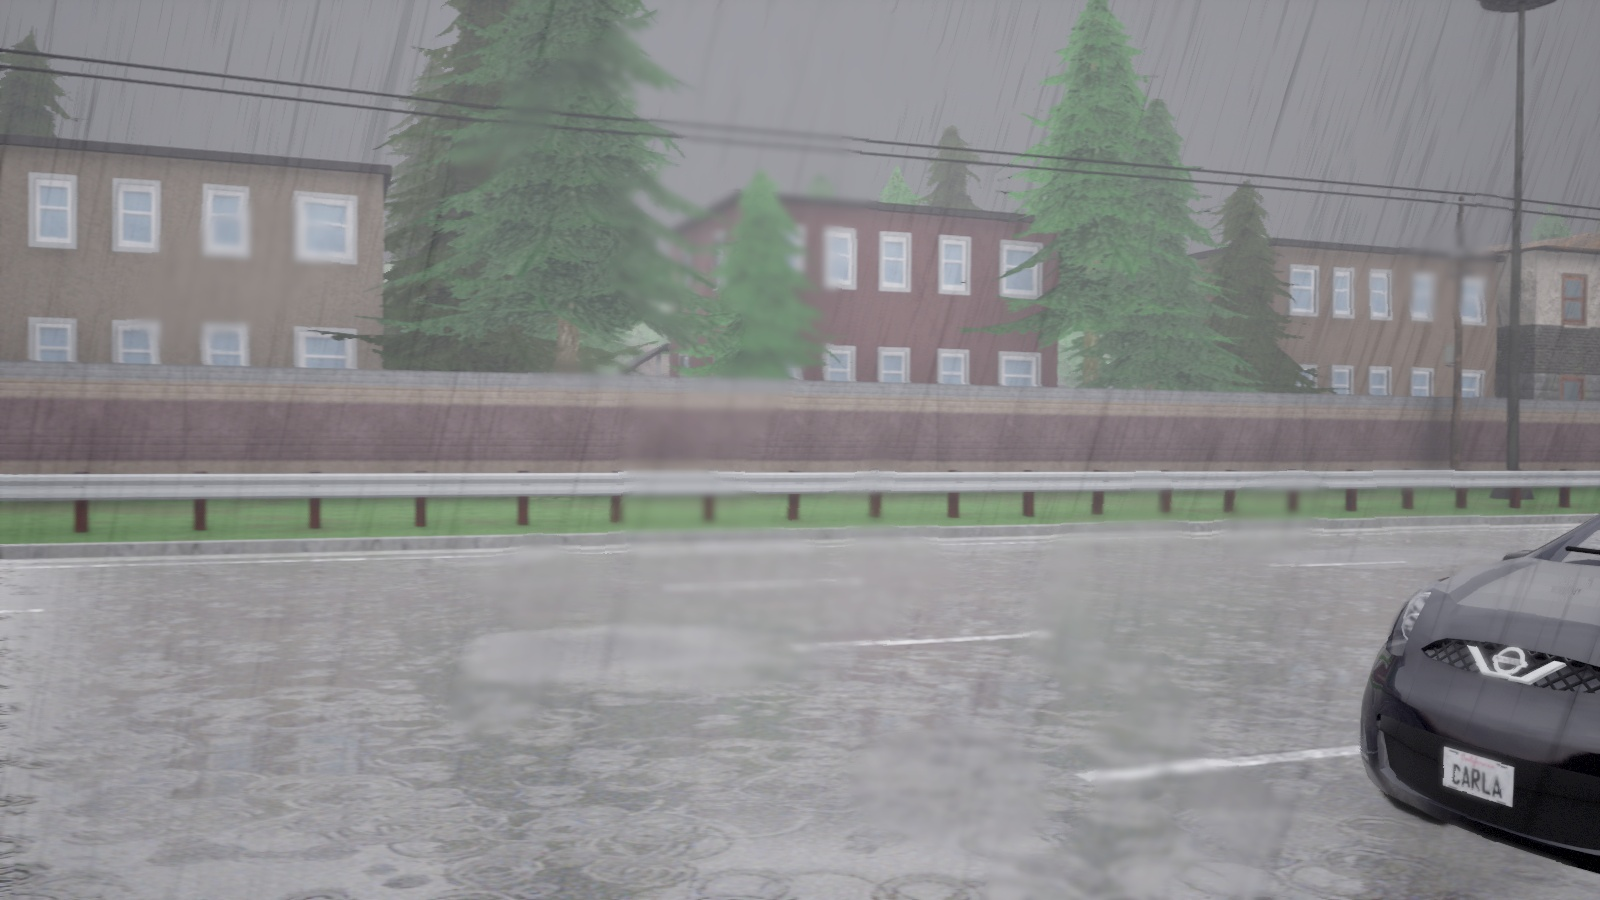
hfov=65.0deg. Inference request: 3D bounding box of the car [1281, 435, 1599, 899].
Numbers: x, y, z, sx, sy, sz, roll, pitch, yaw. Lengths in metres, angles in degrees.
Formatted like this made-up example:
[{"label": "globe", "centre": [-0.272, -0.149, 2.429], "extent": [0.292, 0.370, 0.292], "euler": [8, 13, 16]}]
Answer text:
[{"label": "car", "centre": [3.924, 0.693, 4.729], "extent": [3.633, 1.501, 1.845], "euler": [-1, 1, -21]}]
